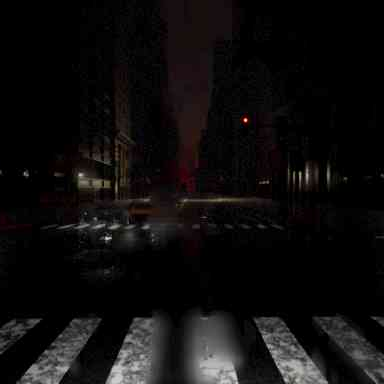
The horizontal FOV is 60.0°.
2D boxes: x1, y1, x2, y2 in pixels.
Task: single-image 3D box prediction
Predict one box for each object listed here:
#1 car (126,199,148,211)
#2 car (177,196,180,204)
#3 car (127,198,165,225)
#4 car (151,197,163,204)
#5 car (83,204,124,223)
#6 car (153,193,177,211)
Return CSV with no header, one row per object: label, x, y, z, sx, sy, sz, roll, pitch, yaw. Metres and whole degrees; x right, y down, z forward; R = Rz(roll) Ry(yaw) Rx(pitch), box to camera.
car,-6.626,1.576,40.646,1.895,1.301,4.718,0,0,0
car,-3.316,1.438,61.624,2.128,1.511,4.902,0,0,0
car,-3.364,1.467,24.467,1.882,1.535,5.008,0,0,0
car,-6.558,1.544,62.633,1.895,1.301,4.718,0,0,0
car,-6.740,1.589,25.744,1.895,1.301,4.718,0,0,3
car,-3.378,1.196,40.019,2.150,2.045,5.566,0,0,0
